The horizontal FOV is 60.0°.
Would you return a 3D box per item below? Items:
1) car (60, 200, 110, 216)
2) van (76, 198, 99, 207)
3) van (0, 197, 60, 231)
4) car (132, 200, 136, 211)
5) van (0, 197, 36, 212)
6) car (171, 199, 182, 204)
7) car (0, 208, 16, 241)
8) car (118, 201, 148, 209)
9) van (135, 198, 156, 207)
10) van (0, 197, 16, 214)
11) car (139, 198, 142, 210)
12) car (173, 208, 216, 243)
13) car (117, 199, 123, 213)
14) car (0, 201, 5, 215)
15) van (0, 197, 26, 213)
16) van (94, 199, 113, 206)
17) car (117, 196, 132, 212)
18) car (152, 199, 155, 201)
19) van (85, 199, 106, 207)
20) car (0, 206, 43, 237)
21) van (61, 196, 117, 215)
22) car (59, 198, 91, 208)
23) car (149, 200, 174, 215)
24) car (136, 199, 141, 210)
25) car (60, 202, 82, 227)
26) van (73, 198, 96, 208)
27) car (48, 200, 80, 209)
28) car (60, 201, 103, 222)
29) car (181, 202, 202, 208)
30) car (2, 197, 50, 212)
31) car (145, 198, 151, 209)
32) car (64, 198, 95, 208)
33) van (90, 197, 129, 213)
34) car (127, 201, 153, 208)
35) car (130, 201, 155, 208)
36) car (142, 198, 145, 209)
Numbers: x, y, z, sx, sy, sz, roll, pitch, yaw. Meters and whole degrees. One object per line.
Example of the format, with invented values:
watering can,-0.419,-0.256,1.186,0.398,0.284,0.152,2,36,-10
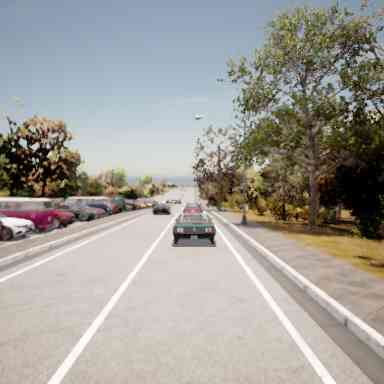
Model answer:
car,-10.330,1.720,30.424,4.674,1.452,2.002,0,-1,0
van,-23.511,2.446,74.894,4.442,1.987,1.878,0,-1,0
van,-10.447,1.355,19.322,4.442,1.987,1.878,0,-1,0
car,-10.326,1.948,44.282,4.674,1.452,2.002,0,-1,0
van,-23.520,1.682,44.306,4.442,1.987,1.878,0,-1,0
car,-3.336,2.365,78.148,1.882,1.535,5.008,0,-2,0
car,-10.361,1.561,13.768,4.792,1.488,2.163,0,-1,0
car,-10.313,2.256,58.160,4.892,1.521,2.231,0,-1,0
van,-10.432,2.445,74.818,4.442,1.987,1.878,0,-1,0
van,-23.288,1.543,38.759,4.442,1.987,1.878,0,-1,0
car,-10.291,1.921,49.837,4.553,1.767,2.185,0,-1,0
car,0.095,1.670,16.451,1.895,1.301,4.718,0,0,0
car,-10.355,1.759,35.982,4.792,1.488,2.163,0,-1,0
car,-23.410,1.730,36.136,5.008,1.535,2.097,0,-1,0
van,-23.520,1.616,41.661,4.442,1.987,1.878,0,-1,0
van,-23.508,2.828,88.608,4.442,1.987,1.878,0,-2,0
car,-10.353,1.518,38.739,5.566,2.045,2.435,0,-1,0
car,-10.133,2.390,63.711,5.366,1.575,1.946,0,-1,0
van,-23.285,2.588,80.448,4.442,1.987,1.878,0,-2,0
car,-10.333,1.596,16.544,4.674,1.452,2.002,0,0,0
van,-10.210,1.479,33.203,4.442,1.987,1.878,0,-1,0
car,-23.369,2.213,66.587,5.566,2.045,2.435,0,-1,0
car,-3.357,1.927,37.660,1.895,1.301,4.718,0,-1,0
car,-10.317,1.977,47.059,5.008,1.535,2.097,0,-1,0
car,-10.335,1.606,22.096,5.008,1.535,2.097,0,-1,0
van,-23.279,2.377,72.124,4.442,1.987,1.878,0,-1,0
car,-23.393,2.326,61.041,5.008,1.535,2.097,0,-1,0
car,-10.298,1.685,27.647,4.792,1.488,2.163,0,-1,0
car,0.090,1.833,34.048,1.994,1.385,4.181,0,-1,0
car,-23.374,1.726,47.076,5.566,2.045,2.435,0,-1,0
car,-10.135,2.182,55.385,5.366,1.575,1.946,0,-1,0
car,-23.368,2.282,69.356,5.566,2.045,2.435,0,-1,0
van,-10.207,1.613,41.514,4.442,1.987,1.878,0,-1,0
car,-10.288,2.492,66.485,4.792,1.488,2.163,0,-1,0
car,-10.287,2.562,69.261,4.792,1.488,2.163,0,-1,0
car,-10.290,1.990,52.613,4.553,1.767,2.185,0,-1,0
